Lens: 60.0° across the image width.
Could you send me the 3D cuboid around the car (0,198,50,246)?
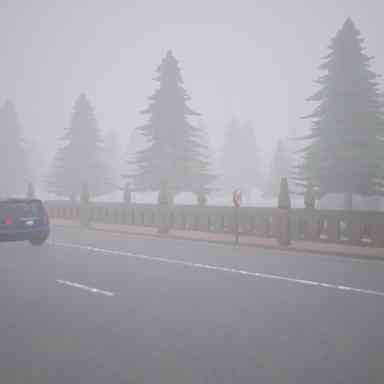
[{"bbox_3d":[-8.298,1.255,14.087,5.566,2.045,2.150,0,0,35],"label":"car"}]
